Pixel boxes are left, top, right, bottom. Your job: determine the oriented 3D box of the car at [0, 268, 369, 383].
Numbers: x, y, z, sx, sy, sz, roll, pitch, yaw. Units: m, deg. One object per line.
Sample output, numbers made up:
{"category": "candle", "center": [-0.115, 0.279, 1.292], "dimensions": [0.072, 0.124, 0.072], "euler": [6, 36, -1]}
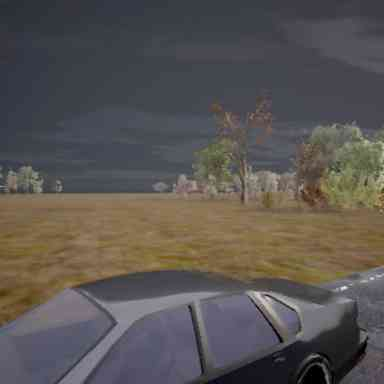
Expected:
{"category": "car", "center": [-0.450, 1.549, 3.097], "dimensions": [5.357, 1.411, 2.033], "euler": [0, 0, -36]}
